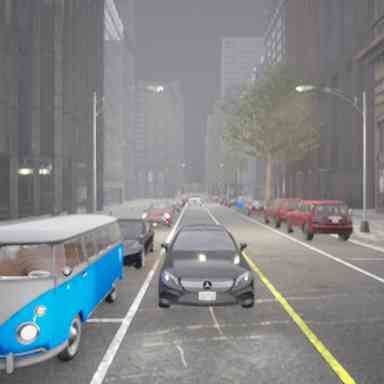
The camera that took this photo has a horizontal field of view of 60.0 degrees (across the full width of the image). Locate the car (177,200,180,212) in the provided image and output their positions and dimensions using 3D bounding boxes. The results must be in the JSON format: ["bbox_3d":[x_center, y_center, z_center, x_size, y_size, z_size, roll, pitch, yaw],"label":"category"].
[{"bbox_3d":[-2.257,1.611,28.162,1.887,1.381,4.507,0,0,0],"label":"car"}]

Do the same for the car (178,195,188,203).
[{"bbox_3d":[-2.163,1.589,78.911,2.192,1.841,5.009,0,0,0],"label":"car"}]

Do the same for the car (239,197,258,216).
[{"bbox_3d":[6.279,1.522,33.773,1.967,1.590,4.097,0,0,0],"label":"car"}]

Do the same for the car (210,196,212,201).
[{"bbox_3d":[6.373,1.829,84.698,1.752,1.417,4.829,0,0,0],"label":"car"}]

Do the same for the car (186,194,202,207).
[{"bbox_3d":[0.462,1.380,55.509,2.150,2.045,5.566,0,0,0],"label":"car"}]

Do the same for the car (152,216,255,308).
[{"bbox_3d":[0.274,1.539,8.068,1.812,1.442,4.674,0,0,0],"label":"car"}]

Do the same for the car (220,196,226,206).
[{"bbox_3d":[6.320,1.728,56.329,1.947,1.339,4.313,0,0,0],"label":"car"}]

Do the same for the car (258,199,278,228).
[{"bbox_3d":[6.258,1.365,22.494,2.192,1.841,5.009,0,0,0],"label":"car"}]

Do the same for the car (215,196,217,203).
[{"bbox_3d":[6.342,1.762,67.609,1.887,1.381,4.507,0,0,0],"label":"car"}]

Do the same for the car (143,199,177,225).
[{"bbox_3d":[-2.268,1.490,22.524,1.967,1.590,4.097,0,0,0],"label":"car"}]

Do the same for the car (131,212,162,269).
[{"bbox_3d":[-2.289,1.586,11.245,1.947,1.339,4.313,0,0,0],"label":"car"}]

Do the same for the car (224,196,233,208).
[{"bbox_3d":[6.310,1.718,50.691,1.802,1.307,4.206,0,0,0],"label":"car"}]

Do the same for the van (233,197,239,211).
[{"bbox_3d":[6.290,1.439,39.413,1.690,1.788,3.998,0,0,0],"label":"van"}]

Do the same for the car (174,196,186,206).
[{"bbox_3d":[-2.216,1.661,50.548,1.752,1.417,4.829,0,0,0],"label":"car"}]

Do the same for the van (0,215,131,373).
[{"bbox_3d":[-2.298,1.350,5.607,1.690,1.788,3.998,0,0,0],"label":"van"}]

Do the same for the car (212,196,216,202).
[{"bbox_3d":[6.363,1.840,78.887,1.947,1.339,4.313,0,0,0],"label":"car"}]

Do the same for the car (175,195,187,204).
[{"bbox_3d":[-2.184,1.533,67.634,2.192,1.841,5.009,0,0,0],"label":"car"}]

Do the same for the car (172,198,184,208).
[{"bbox_3d":[-2.236,1.681,39.440,1.802,1.307,4.206,0,0,0],"label":"car"}]

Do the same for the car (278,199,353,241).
[{"bbox_3d":[6.247,1.349,16.855,2.192,1.841,5.009,0,0,0],"label":"car"}]

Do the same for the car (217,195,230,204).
[{"bbox_3d":[6.331,1.505,61.970,2.192,1.841,5.009,0,0,0],"label":"car"}]
